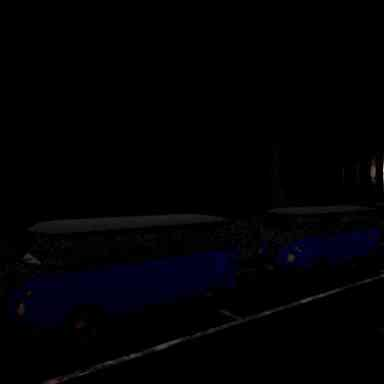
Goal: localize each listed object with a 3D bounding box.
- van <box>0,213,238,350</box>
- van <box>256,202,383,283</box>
[{"bbox_3d":[-1.020,1.321,5.922,3.998,1.788,1.690,-1,0,-36],"label":"van"},{"bbox_3d":[3.552,1.276,9.188,3.998,1.788,1.690,-1,0,-36],"label":"van"}]
